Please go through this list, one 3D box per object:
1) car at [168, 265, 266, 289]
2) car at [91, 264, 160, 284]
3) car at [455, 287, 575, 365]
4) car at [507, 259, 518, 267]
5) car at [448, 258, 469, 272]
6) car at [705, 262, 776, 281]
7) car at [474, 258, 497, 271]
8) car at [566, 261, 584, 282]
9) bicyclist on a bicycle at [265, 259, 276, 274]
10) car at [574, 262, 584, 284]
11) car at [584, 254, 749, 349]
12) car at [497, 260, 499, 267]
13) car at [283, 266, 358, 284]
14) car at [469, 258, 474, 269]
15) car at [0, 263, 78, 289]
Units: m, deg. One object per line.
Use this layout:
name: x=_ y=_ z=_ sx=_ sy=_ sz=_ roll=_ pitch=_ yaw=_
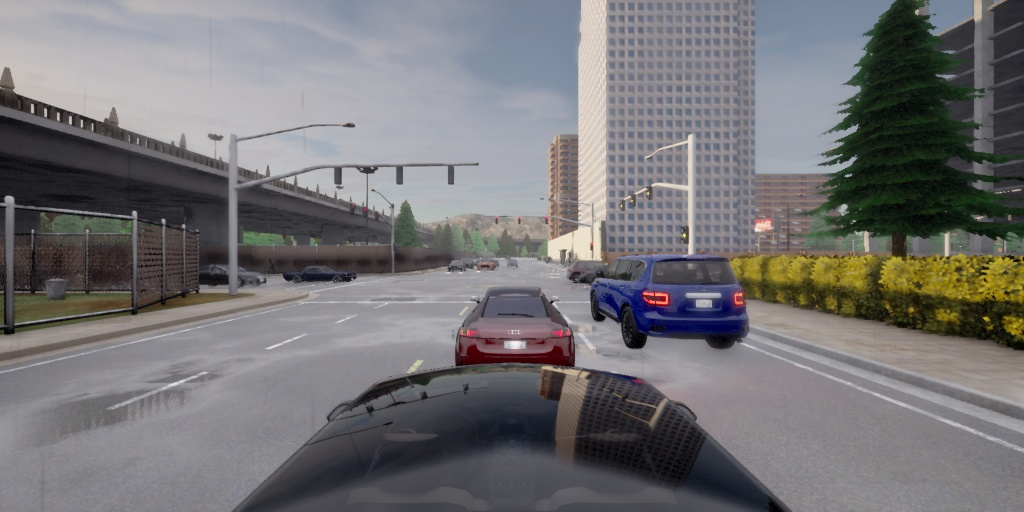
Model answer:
car: x=-18.600 y=1.297 z=23.150 sx=4.902 sy=1.511 sz=2.128 roll=0 pitch=0 yaw=0
car: x=-28.319 y=1.331 z=26.645 sx=4.674 sy=1.442 sz=1.812 roll=0 pitch=0 yaw=0
car: x=0.062 y=1.314 z=7.430 sx=1.994 sy=1.385 sz=4.181 roll=0 pitch=0 yaw=0
car: x=0.094 y=1.297 z=63.679 sx=2.033 sy=1.411 sz=5.357 roll=0 pitch=0 yaw=0
car: x=-7.103 y=1.255 z=46.656 sx=1.837 sy=1.490 sz=4.892 roll=0 pitch=0 yaw=0
car: x=19.301 y=1.310 z=30.438 sx=4.892 sy=1.490 sz=1.837 roll=0 pitch=0 yaw=0
car: x=-3.598 y=1.102 z=49.800 sx=2.097 sy=1.767 sz=4.553 roll=0 pitch=0 yaw=0
car: x=6.359 y=1.137 z=26.709 sx=4.553 sy=1.767 sz=2.097 roll=0 pitch=0 yaw=0
bicyclist on a bicycle: x=-25.306 y=1.106 z=37.617 sx=0.582 sy=1.620 sz=1.656 roll=0 pitch=0 yaw=0
car: x=6.800 y=1.295 z=23.210 sx=4.892 sy=1.490 sz=1.837 roll=0 pitch=0 yaw=0
car: x=3.567 y=0.971 z=9.297 sx=2.150 sy=2.045 sz=5.566 roll=0 pitch=0 yaw=1
car: x=-3.595 y=1.242 z=58.872 sx=2.128 sy=1.511 sz=4.902 roll=0 pitch=0 yaw=0
car: x=-14.125 y=1.400 z=26.660 sx=4.718 sy=1.301 sz=1.895 roll=0 pitch=0 yaw=0
car: x=-7.101 y=1.102 z=55.540 sx=2.097 sy=1.767 sz=4.553 roll=0 pitch=0 yaw=0
car: x=-31.139 y=1.296 z=23.122 sx=4.902 sy=1.511 sz=2.128 roll=0 pitch=0 yaw=0
